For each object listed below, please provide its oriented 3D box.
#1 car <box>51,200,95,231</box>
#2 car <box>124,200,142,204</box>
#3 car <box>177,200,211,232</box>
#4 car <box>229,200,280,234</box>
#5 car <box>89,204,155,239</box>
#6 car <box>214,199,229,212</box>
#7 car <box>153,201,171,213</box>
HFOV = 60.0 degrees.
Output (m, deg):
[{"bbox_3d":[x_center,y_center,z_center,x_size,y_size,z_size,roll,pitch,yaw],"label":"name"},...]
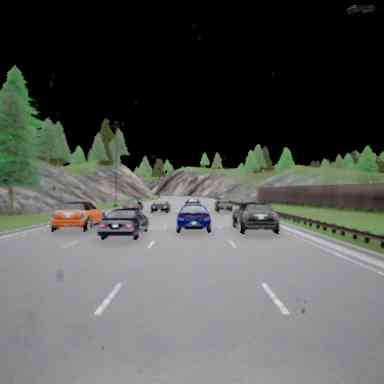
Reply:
[{"bbox_3d":[-6.899,1.358,20.620,2.097,1.767,4.553,0,0,0],"label":"car"},{"bbox_3d":[-6.897,1.576,39.088,1.994,1.385,4.181,0,0,0],"label":"car"},{"bbox_3d":[0.103,1.484,20.059,1.882,1.535,5.008,0,0,0],"label":"car"},{"bbox_3d":[3.602,1.358,19.501,2.097,1.767,4.553,0,0,0],"label":"car"},{"bbox_3d":[-3.398,1.553,17.243,2.033,1.411,5.357,0,0,0],"label":"car"},{"bbox_3d":[3.604,1.503,38.411,2.128,1.511,4.902,0,0,0],"label":"car"},{"bbox_3d":[-3.397,1.612,36.960,1.895,1.301,4.718,0,0,0],"label":"car"}]
